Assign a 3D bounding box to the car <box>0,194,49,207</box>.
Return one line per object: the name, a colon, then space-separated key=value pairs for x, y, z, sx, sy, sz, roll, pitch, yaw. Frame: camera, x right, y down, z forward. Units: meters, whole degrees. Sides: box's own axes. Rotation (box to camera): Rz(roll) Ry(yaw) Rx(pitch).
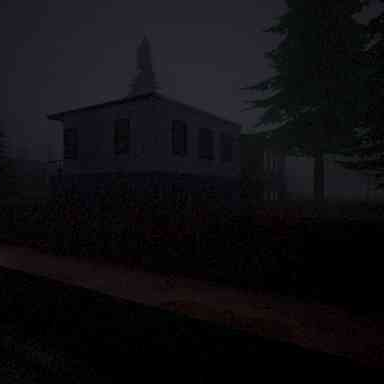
car: x=-14.753 y=1.202 z=29.570 sx=2.150 sy=2.045 sz=5.566 roll=0 pitch=0 yaw=27
